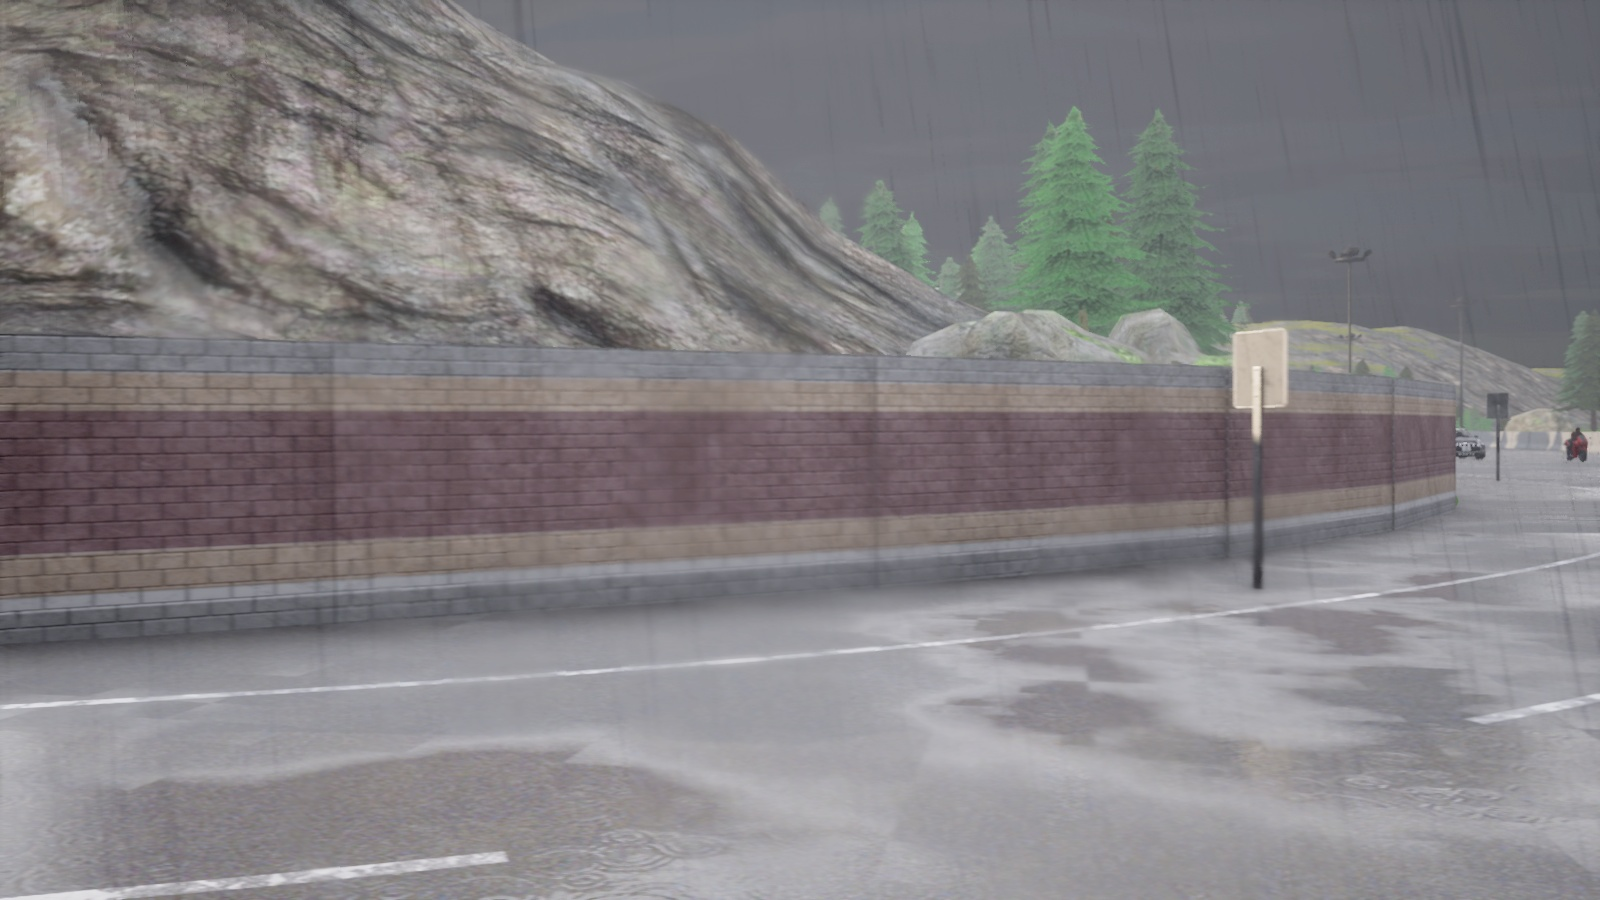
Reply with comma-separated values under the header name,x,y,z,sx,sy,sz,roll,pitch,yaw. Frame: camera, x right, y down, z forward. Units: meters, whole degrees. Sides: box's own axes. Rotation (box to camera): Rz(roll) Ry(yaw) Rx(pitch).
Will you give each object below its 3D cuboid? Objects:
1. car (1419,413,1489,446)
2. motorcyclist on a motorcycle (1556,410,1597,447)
name,x,y,z,sx,sy,sz,roll,pitch,yaw
car,31.119,-0.973,59.836,1.970,1.475,3.806,-1,1,12
motorcyclist on a motorcycle,33.535,-0.938,54.261,0.797,1.523,2.044,-1,1,12
